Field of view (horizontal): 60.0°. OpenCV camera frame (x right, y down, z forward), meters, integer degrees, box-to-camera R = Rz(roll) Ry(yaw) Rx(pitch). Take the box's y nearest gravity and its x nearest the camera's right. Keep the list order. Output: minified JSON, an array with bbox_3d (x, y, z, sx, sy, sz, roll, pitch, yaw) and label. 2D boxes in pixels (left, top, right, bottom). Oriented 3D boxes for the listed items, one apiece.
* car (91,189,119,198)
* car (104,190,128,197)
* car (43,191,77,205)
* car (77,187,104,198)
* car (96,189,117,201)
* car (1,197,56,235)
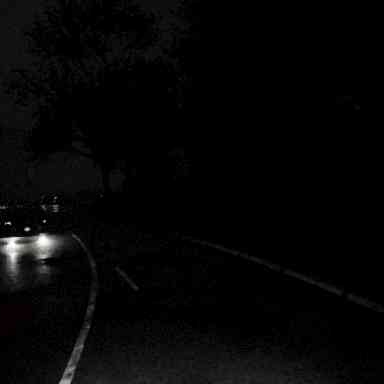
[{"bbox_3d":[-17.313,0.283,66.351,5.008,1.535,2.097,0,1,9],"label":"car"},{"bbox_3d":[-16.421,0.208,71.931,4.674,1.452,2.002,0,1,9],"label":"car"},{"bbox_3d":[-16.742,0.615,41.376,2.097,1.767,4.553,0,1,8],"label":"car"},{"bbox_3d":[-18.227,0.143,60.769,5.566,2.045,2.435,0,1,9],"label":"car"},{"bbox_3d":[-12.094,0.637,49.985,1.812,1.442,4.674,0,1,9],"label":"car"},{"bbox_3d":[-8.437,1.191,16.807,2.033,1.411,5.357,-1,1,-29],"label":"car"}]
